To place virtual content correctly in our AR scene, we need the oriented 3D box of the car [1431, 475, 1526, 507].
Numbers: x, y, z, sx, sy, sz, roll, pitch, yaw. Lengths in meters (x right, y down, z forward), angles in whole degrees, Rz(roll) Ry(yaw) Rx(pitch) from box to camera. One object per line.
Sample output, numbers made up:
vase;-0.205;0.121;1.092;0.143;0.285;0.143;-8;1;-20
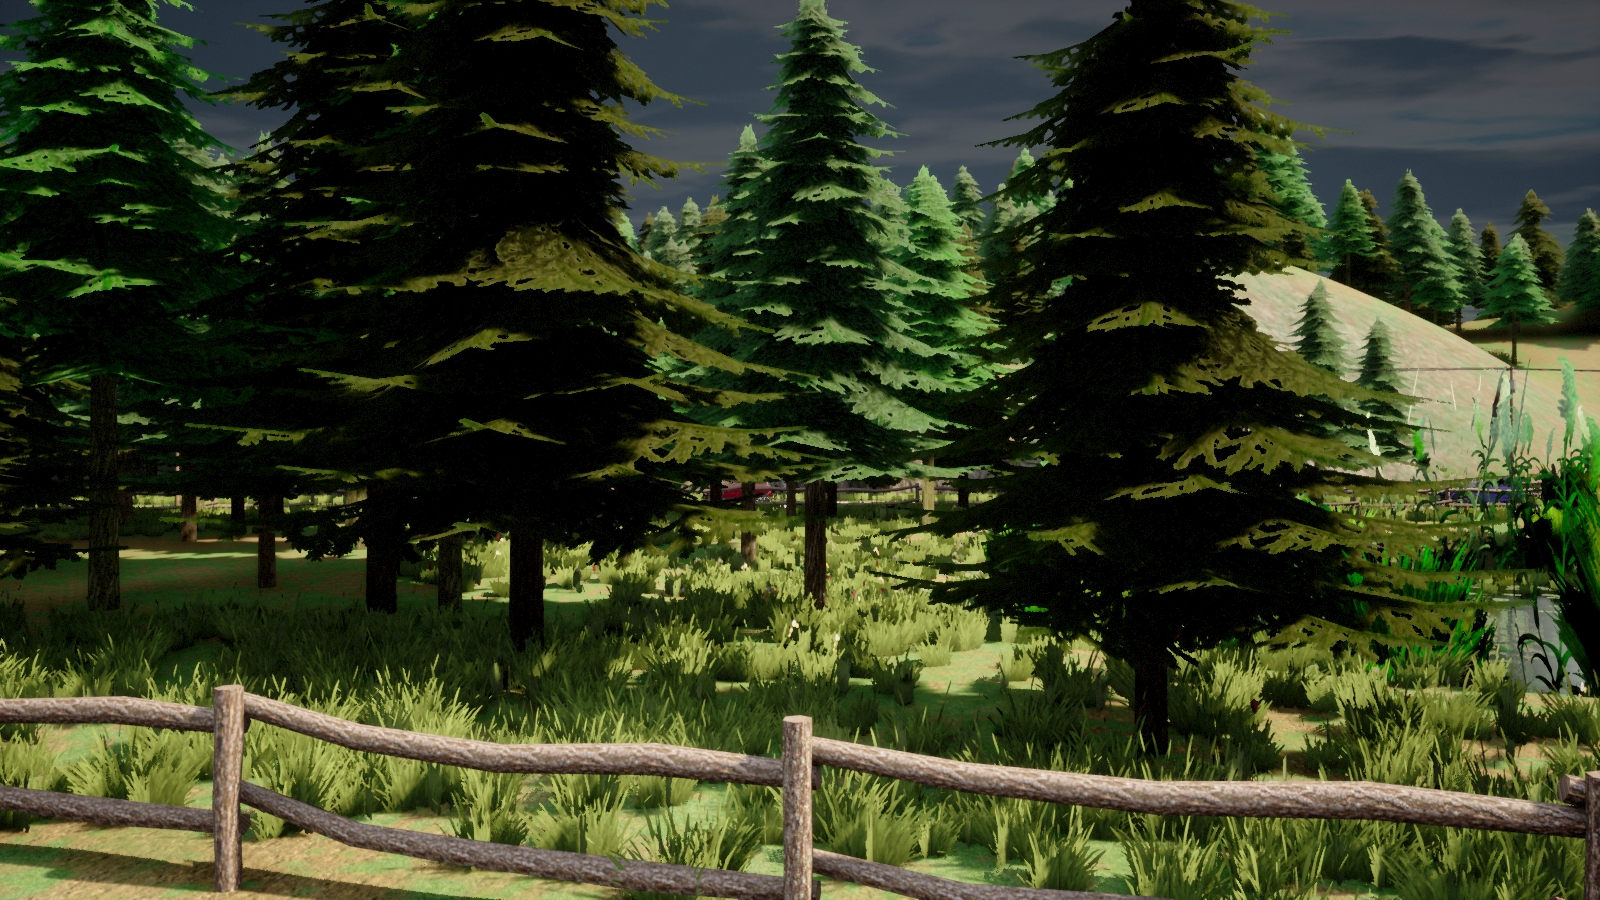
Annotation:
car;33.823;2.038;57.044;3.633;1.501;1.845;0;0;7
